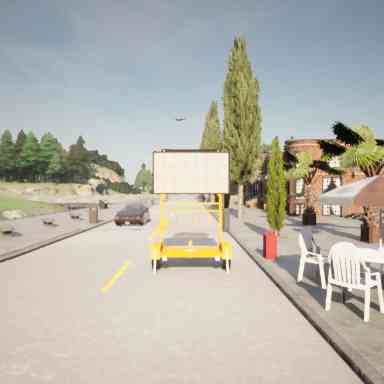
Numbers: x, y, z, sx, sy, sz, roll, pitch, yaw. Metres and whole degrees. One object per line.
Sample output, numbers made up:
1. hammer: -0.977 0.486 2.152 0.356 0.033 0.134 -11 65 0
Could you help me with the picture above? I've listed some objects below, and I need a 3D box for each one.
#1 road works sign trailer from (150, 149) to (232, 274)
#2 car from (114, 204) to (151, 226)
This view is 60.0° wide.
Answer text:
1. road works sign trailer: -0.026 0.464 10.507 2.380 3.560 2.880 0 0 0
2. car: -4.058 1.547 23.487 2.033 1.411 5.357 0 0 0
